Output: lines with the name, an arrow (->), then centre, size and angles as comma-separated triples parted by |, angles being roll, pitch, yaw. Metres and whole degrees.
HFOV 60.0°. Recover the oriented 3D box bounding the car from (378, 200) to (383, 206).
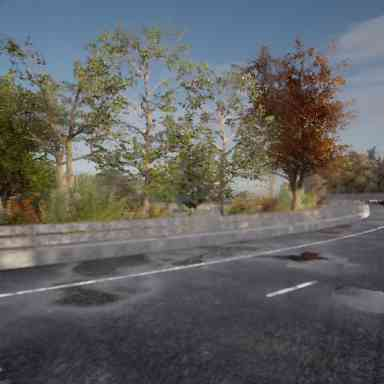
car -> 46.475, 2.647, 79.744 | 1.882, 1.535, 5.008 | 0, -1, 4
